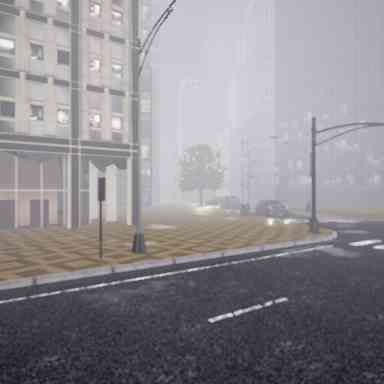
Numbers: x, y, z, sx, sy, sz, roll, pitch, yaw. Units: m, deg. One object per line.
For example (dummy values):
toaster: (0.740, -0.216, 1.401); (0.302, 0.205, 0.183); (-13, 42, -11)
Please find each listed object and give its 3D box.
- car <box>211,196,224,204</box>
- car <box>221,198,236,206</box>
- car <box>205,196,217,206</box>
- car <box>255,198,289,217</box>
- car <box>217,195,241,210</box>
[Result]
car: (5.658, 1.724, 73.746); (2.097, 1.767, 4.553); (0, 0, -7)
car: (6.949, 1.916, 63.827); (1.812, 1.442, 4.674); (0, 0, -7)
car: (3.822, 2.001, 64.434); (1.895, 1.301, 4.718); (0, 0, -7)
car: (7.856, 1.511, 32.837); (2.097, 1.767, 4.553); (0, 0, -7)
car: (5.739, 1.505, 49.176); (2.150, 2.045, 5.566); (0, -1, -7)
